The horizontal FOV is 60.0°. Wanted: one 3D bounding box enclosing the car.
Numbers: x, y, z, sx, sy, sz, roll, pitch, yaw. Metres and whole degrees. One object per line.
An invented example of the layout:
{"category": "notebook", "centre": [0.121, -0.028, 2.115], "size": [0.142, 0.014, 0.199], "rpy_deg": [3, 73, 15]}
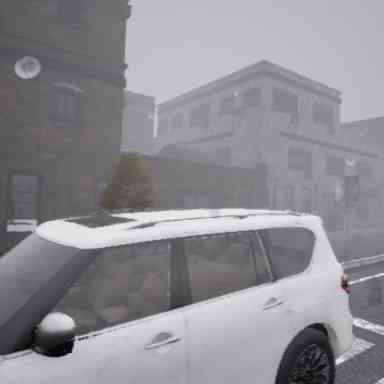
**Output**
{"category": "car", "centre": [-0.712, 1.230, 3.175], "size": [5.566, 2.045, 2.150], "rpy_deg": [0, 0, -36]}
